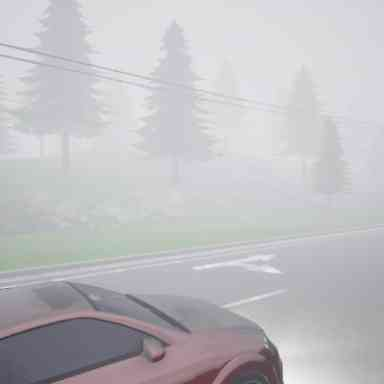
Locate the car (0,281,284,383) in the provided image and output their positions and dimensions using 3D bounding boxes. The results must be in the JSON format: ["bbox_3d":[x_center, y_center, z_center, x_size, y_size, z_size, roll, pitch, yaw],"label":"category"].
[{"bbox_3d":[-1.118,1.562,2.948,4.181,1.385,1.994,0,0,-35],"label":"car"}]
